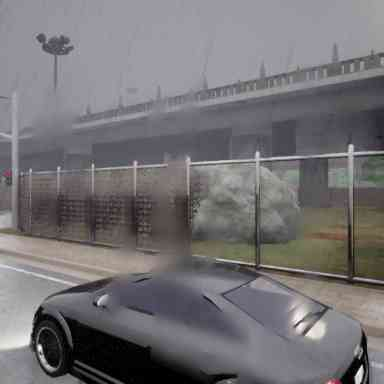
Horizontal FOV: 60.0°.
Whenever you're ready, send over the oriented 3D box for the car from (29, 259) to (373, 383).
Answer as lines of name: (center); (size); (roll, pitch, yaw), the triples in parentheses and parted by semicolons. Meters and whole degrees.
car: (-0.155, 1.564, 4.101); (4.181, 1.385, 1.994); (0, 0, 36)
